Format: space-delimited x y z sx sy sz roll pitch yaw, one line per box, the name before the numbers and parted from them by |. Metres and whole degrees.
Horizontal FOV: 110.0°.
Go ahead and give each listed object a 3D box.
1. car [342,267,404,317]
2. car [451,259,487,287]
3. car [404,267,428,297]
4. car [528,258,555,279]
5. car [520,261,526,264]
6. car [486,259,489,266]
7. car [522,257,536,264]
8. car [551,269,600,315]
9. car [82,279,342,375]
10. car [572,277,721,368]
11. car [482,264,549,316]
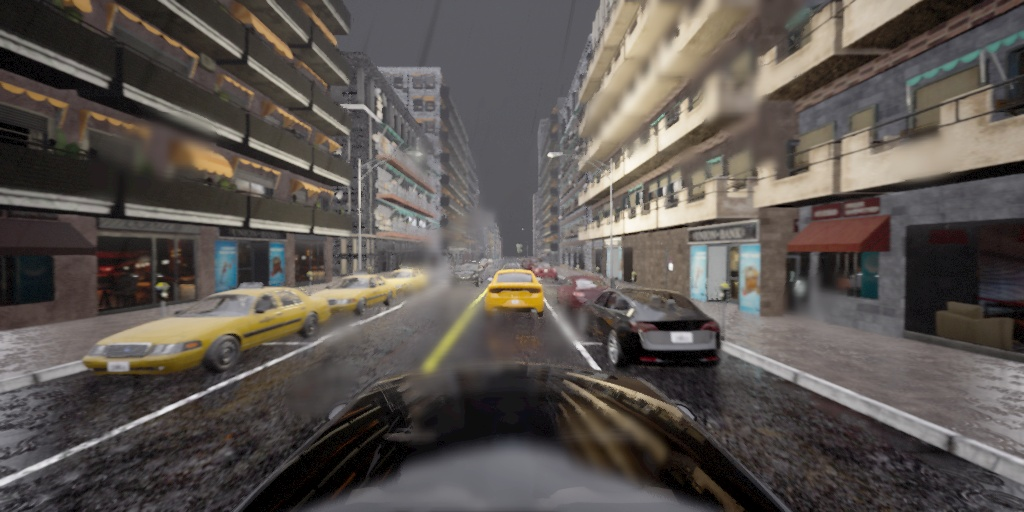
car | -5.691 1.287 13.263 1.751 1.417 4.829 0 0 0
car | -2.998 1.190 24.685 1.837 1.490 4.892 0 0 0
car | -5.690 1.292 18.927 1.751 1.417 4.829 0 0 0
car | 2.692 1.218 30.390 1.967 1.591 4.097 0 0 0
car | 0.103 1.385 34.979 1.895 1.301 4.718 0 0 0
car | -5.686 1.348 64.237 1.751 1.417 4.829 0 0 0
car | 2.693 1.107 41.718 2.192 1.841 5.009 0 0 0
car | 2.690 1.343 13.399 1.802 1.307 4.207 0 0 0
car | -5.691 1.282 7.599 1.751 1.417 4.829 0 0 0
car | 2.689 1.322 7.735 1.948 1.339 4.313 0 0 0
car | 0.100 1.239 13.450 1.882 1.535 5.008 0 0 0
